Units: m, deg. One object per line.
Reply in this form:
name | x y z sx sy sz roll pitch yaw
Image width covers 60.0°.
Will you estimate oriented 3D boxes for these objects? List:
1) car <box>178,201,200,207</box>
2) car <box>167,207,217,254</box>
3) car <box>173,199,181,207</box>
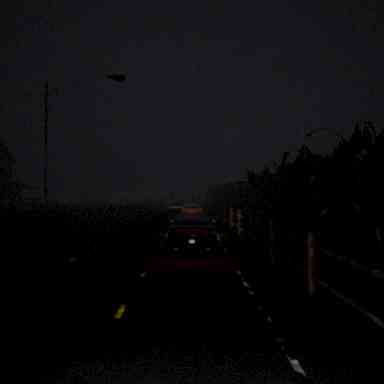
car | 0.009 1.765 29.268 1.882 1.535 5.008 0 0 0
car | 0.019 1.621 14.264 1.882 1.535 5.008 0 0 0
car | -2.802 2.168 65.353 2.033 1.411 5.357 0 -1 0
